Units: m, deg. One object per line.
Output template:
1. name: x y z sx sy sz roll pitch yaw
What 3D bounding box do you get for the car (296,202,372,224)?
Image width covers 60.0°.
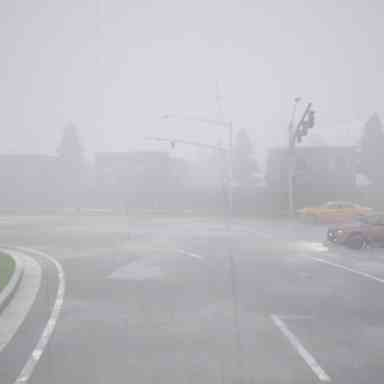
1. car: 9.934 1.439 23.371 5.008 1.535 1.882 0 0 11

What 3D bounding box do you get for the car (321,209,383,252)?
1. car: 7.608 1.542 13.129 4.181 1.385 1.994 0 0 11
